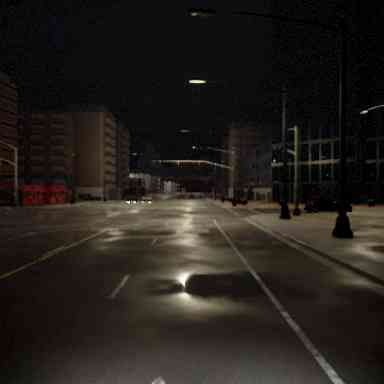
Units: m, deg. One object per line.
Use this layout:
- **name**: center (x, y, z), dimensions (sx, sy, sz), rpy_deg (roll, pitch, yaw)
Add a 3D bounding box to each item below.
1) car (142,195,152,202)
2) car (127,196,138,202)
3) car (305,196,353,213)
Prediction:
- **car**: center (-10.514, 1.543, 78.393), dimensions (1.882, 1.535, 5.008), rpy_deg (0, 0, 0)
- **car**: center (-14.014, 1.618, 78.392), dimensions (1.994, 1.385, 4.181), rpy_deg (0, 0, 0)
- **car**: center (14.226, 1.261, 34.580), dimensions (4.553, 1.767, 2.097), rpy_deg (0, 0, 0)
